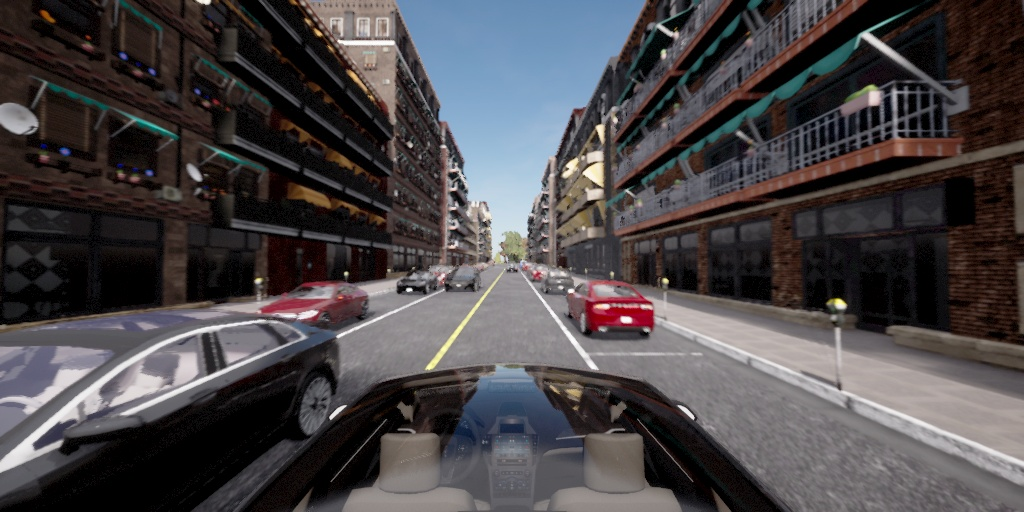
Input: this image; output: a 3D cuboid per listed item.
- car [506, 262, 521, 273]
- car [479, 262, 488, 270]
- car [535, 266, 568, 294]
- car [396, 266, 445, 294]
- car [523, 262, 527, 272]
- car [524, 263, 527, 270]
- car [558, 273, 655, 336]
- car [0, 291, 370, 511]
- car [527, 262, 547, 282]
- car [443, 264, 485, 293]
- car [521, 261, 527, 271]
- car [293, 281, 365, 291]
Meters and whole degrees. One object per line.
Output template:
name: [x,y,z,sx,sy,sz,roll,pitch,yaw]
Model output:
car: [0.008,1.942,55.246,1.895,1.301,4.718,0,-1,0]
car: [-5.681,1.958,61.685,1.888,1.381,4.507,0,0,0]
car: [2.694,1.523,22.014,2.007,1.370,4.403,0,0,0]
car: [-5.687,1.538,22.056,1.948,1.339,4.313,0,0,0]
car: [2.697,1.805,44.659,1.802,1.307,4.207,0,0,0]
car: [2.697,1.711,38.997,2.007,1.370,4.403,0,0,0]
car: [2.692,1.394,10.691,1.888,1.381,4.507,0,0,0]
car: [-3.091,1.253,2.624,2.128,1.511,4.902,0,-1,0]
car: [2.696,1.537,33.336,1.967,1.591,4.097,0,0,0]
car: [-3.073,1.463,23.221,1.882,1.535,5.008,0,-1,0]
car: [2.700,1.853,61.644,1.967,1.591,4.097,0,0,0]
car: [-5.689,1.431,10.733,1.802,1.307,4.207,0,0,0]
